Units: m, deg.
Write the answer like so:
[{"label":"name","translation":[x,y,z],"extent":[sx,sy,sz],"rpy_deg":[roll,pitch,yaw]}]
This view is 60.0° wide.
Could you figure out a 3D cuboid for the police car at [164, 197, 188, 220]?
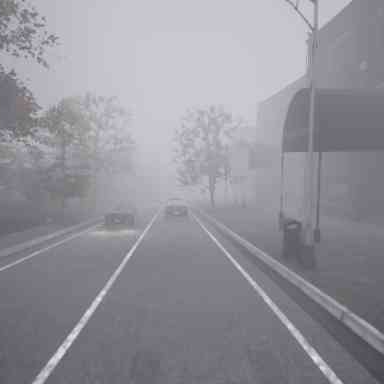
[{"label":"police car","translation":[-1.338,1.400,28.169],"extent":[1.930,1.638,5.238],"rpy_deg":[0,0,-3]}]

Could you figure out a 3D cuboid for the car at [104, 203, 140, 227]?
[{"label":"car","translation":[-4.732,1.485,22.884],"extent":[1.882,1.535,5.008],"rpy_deg":[0,0,-3]}]

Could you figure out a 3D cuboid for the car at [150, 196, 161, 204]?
[{"label":"car","translation":[-7.095,1.530,64.974],"extent":[2.033,1.411,5.357],"rpy_deg":[0,0,-3]}]

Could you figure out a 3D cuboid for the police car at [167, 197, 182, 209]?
[{"label":"police car","translation":[-2.398,1.471,45.865],"extent":[2.038,1.542,4.974],"rpy_deg":[0,0,-3]}]
